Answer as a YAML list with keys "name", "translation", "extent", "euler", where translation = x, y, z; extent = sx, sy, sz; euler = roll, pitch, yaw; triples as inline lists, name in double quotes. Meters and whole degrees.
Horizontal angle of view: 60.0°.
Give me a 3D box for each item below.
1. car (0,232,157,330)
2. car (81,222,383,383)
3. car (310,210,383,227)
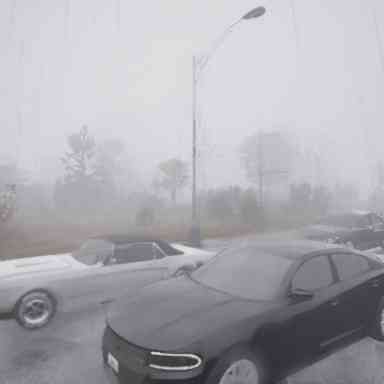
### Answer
- name: "car"
  translation: [-1.780, 1.595, 7.031]
  extent: [4.718, 1.301, 1.895]
  euler: [0, 0, -35]
- name: "car"
  translation: [1.226, 1.469, 4.862]
  extent: [5.008, 1.535, 1.882]
  euler: [0, 0, -35]
- name: "car"
  translation: [5.810, 1.478, 12.429]
  extent: [4.892, 1.490, 1.837]
  euler: [0, 0, -35]
